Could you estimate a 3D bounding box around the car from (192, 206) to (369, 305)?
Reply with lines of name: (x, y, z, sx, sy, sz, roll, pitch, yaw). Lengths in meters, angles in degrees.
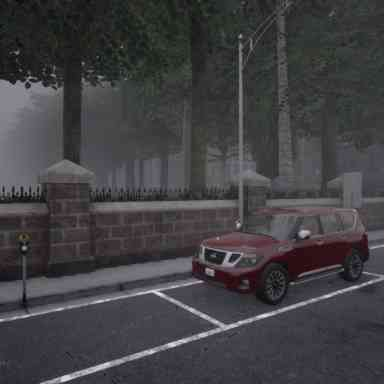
car: (2.411, 1.314, 8.251, 5.009, 1.841, 2.192, 0, 0, -35)
